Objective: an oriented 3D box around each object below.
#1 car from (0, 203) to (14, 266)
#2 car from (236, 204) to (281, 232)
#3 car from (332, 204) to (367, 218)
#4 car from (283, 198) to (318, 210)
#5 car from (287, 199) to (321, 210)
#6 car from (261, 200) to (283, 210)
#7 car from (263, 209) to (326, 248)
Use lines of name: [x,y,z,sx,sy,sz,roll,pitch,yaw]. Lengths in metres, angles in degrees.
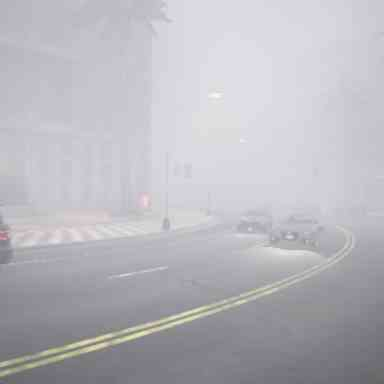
car: [-7.224,1.224,7.637,5.566,2.045,2.150,1,-1,-37]
car: [4.357,1.789,21.938,2.033,1.411,5.357,0,-1,21]
car: [16.667,1.972,35.472,2.128,1.511,4.902,1,-1,-2]
car: [15.291,1.781,45.596,2.150,2.045,5.566,1,-1,-14]
car: [12.982,1.947,38.106,1.882,1.535,5.008,1,-1,-5]
car: [11.108,1.887,47.115,2.097,1.767,4.553,1,-1,-16]
car: [5.156,1.758,15.912,1.994,1.385,4.181,0,-1,30]
